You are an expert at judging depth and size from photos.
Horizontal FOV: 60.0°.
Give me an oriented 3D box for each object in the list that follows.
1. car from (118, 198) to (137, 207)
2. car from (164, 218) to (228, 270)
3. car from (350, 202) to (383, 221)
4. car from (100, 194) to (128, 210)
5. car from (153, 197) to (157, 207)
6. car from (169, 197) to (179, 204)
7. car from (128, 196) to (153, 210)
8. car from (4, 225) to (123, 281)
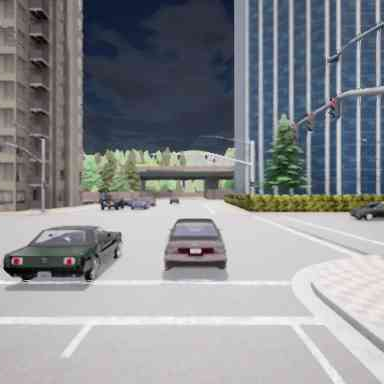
[{"bbox_3d":[-10.539,1.713,54.951,2.033,1.411,5.357,0,0,1],"label":"car"},{"bbox_3d":[0.097,1.582,11.143,2.033,1.411,5.357,0,0,0],"label":"car"},{"bbox_3d":[15.595,1.589,27.409,4.892,1.490,1.837,0,0,-1],"label":"car"},{"bbox_3d":[-10.588,1.356,44.713,2.150,2.045,5.566,0,0,0],"label":"car"},{"bbox_3d":[-7.043,1.516,54.575,2.097,1.767,4.553,0,0,0],"label":"car"},{"bbox_3d":[-3.487,1.705,66.442,1.837,1.490,4.892,0,0,0],"label":"car"},{"bbox_3d":[-7.083,1.490,45.686,2.097,1.767,4.553,0,0,0],"label":"car"},{"bbox_3d":[-3.403,1.631,9.909,1.895,1.301,4.718,0,0,0],"label":"car"}]
